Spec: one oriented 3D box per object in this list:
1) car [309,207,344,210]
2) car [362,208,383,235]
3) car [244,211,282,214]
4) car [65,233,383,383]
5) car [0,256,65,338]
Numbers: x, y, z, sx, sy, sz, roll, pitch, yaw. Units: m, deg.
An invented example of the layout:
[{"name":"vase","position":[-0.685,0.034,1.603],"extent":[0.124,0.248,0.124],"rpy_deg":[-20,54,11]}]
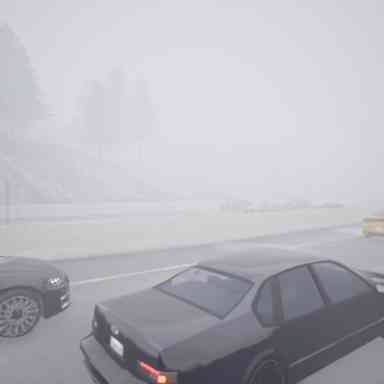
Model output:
[{"name":"car","position":[13.453,1.675,33.171],"extent":[4.718,1.301,1.895],"rpy_deg":[0,0,-40]},{"name":"car","position":[10.325,1.513,16.565],"extent":[5.008,1.535,1.882],"rpy_deg":[0,0,-40]},{"name":"car","position":[7.024,1.676,32.323],"extent":[4.718,1.301,1.895],"rpy_deg":[0,0,-40]},{"name":"car","position":[1.265,1.559,4.775],"extent":[5.357,1.411,2.033],"rpy_deg":[0,0,-37]},{"name":"car","position":[-4.420,1.507,4.994],"extent":[4.902,1.511,2.128],"rpy_deg":[0,0,-35]}]
